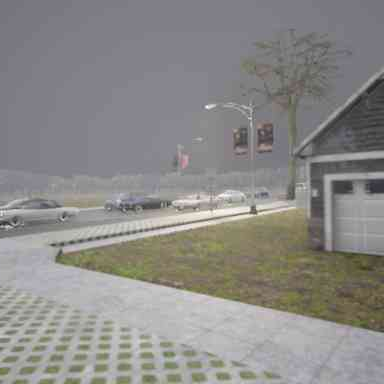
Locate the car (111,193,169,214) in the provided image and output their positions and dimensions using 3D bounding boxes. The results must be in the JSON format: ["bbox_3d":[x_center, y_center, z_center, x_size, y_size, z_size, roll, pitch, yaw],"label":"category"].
[{"bbox_3d":[-3.885,0.985,27.244,1.895,1.301,4.718,-1,1,37],"label":"car"}]

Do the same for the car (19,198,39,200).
[{"bbox_3d":[-11.366,1.184,22.868,1.837,1.490,4.892,-1,1,36],"label":"car"}]

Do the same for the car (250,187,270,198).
[{"bbox_3d":[9.930,0.031,50.310,2.097,1.767,4.553,-1,1,38],"label":"car"}]

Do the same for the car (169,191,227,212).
[{"bbox_3d":[0.573,0.845,27.413,1.895,1.301,4.718,-1,1,38],"label":"car"}]

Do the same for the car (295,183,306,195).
[{"bbox_3d":[15.749,-0.256,47.083,2.150,2.045,5.566,-1,1,38],"label":"car"}]

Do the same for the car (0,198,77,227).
[{"bbox_3d":[-9.454,1.264,19.978,1.895,1.301,4.718,-1,1,37],"label":"car"}]

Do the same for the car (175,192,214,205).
[{"bbox_3d":[0.366,0.697,38.065,1.895,1.301,4.718,-1,1,38],"label":"car"}]

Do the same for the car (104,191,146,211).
[{"bbox_3d":[-5.747,0.751,30.150,2.097,1.767,4.553,-1,1,38],"label":"car"}]

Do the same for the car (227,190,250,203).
[{"bbox_3d":[4.423,0.501,37.984,1.812,1.442,4.674,-1,1,38],"label":"car"}]
